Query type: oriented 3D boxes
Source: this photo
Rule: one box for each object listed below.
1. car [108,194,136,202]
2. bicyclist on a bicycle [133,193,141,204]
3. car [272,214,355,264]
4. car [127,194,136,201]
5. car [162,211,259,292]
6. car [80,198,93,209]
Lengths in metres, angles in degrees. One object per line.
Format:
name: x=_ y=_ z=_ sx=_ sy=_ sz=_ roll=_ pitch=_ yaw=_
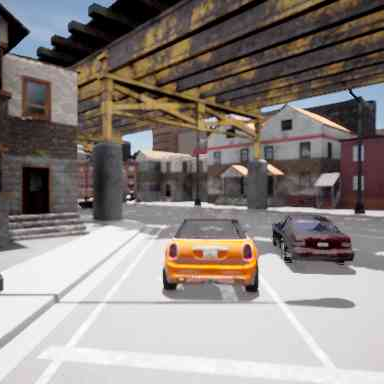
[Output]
car: x=-13.326 y=1.080 z=63.245 sx=4.974 sy=1.542 sz=2.038 roll=0 pitch=0 yaw=-15
bicyclist on a bicycle: x=-8.512 y=1.000 z=51.476 sx=1.656 sy=1.620 sz=0.582 roll=-1 pitch=1 yaw=-45
car: x=3.934 y=1.478 z=11.594 sx=2.033 sy=1.411 sz=5.357 roll=0 pitch=0 yaw=8
car: x=-13.276 y=0.922 z=63.257 sx=4.536 sy=1.218 sz=1.853 roll=0 pitch=0 yaw=-15
car: x=0.540 y=1.298 z=9.040 sx=2.097 sy=1.767 sz=4.553 roll=0 pitch=0 yaw=4
car: x=-11.077 y=1.373 z=38.460 sx=1.895 sy=1.301 sz=4.718 roll=0 pitch=0 yaw=-44
